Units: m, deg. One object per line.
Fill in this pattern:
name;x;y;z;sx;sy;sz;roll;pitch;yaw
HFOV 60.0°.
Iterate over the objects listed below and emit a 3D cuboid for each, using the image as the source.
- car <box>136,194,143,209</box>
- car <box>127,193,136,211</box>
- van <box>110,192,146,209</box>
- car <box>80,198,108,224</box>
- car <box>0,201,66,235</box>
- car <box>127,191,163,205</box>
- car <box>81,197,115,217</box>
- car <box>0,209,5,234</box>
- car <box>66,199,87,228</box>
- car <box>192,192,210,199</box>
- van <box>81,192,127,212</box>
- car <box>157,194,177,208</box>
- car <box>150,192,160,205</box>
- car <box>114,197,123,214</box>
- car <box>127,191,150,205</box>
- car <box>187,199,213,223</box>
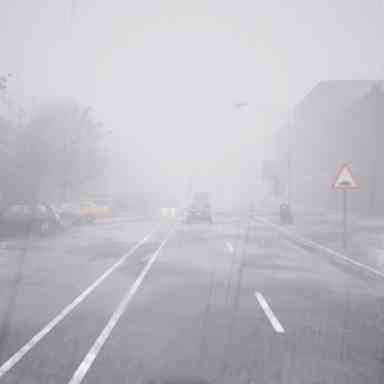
car;-8.544;1.355;38.071;5.008;1.535;2.097;-1;0;-18
car;-8.670;1.250;35.099;4.553;1.767;2.185;-1;0;-18
van;-8.439;1.087;43.940;4.442;1.987;1.878;-1;1;-18
car;-8.876;1.434;23.316;5.366;1.575;1.946;-1;0;-18
car;-9.197;1.334;17.323;4.553;1.767;2.185;-1;0;-19
car;-7.940;0.957;55.798;5.566;2.045;2.435;-1;1;-18
car;-9.128;1.425;26.167;5.366;1.575;1.946;-1;1;-18
car;-9.353;1.514;11.374;4.674;1.452;2.002;-1;0;-19
car;-9.151;1.452;20.286;4.892;1.521;2.231;-1;0;-18
car;1.186;1.051;42.916;2.150;2.045;5.566;0;0;2
van;-8.852;1.169;32.104;4.442;1.987;1.878;-1;1;-18
car;-3.055;1.301;45.551;2.128;1.511;4.902;0;0;2
car;-7.955;1.254;49.972;5.366;1.575;1.946;-1;0;-18
car;-8.873;1.440;29.176;4.792;1.488;2.163;-1;1;-18
car;-8.464;1.083;41.013;5.566;2.045;2.435;-1;1;-18
car;0.567;1.490;24.806;2.033;1.411;5.357;0;0;2
